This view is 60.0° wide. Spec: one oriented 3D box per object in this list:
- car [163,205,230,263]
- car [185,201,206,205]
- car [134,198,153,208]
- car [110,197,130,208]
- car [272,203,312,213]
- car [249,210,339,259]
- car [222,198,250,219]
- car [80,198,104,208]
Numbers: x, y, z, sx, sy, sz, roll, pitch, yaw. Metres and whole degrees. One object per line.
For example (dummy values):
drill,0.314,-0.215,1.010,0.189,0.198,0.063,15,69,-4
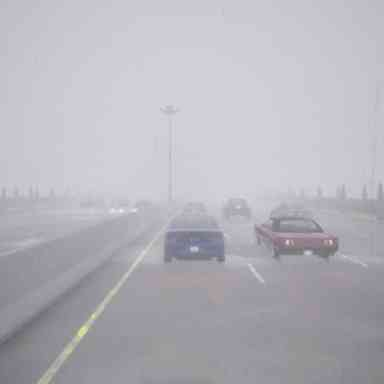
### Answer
car,0.080,1.450,11.887,1.882,1.535,5.008,0,0,0
car,0.284,1.496,29.548,1.994,1.385,4.181,0,0,1
car,-6.479,1.498,44.809,1.895,1.301,4.718,0,0,2
car,-9.932,1.386,46.298,2.128,1.511,4.902,0,0,2
car,7.152,1.491,24.232,2.033,1.411,5.357,0,0,1
car,3.585,1.572,12.439,1.895,1.301,4.718,0,0,0
car,3.767,1.285,28.848,2.097,1.767,4.553,0,0,1
car,-13.475,1.498,44.991,1.895,1.301,4.718,0,0,2
